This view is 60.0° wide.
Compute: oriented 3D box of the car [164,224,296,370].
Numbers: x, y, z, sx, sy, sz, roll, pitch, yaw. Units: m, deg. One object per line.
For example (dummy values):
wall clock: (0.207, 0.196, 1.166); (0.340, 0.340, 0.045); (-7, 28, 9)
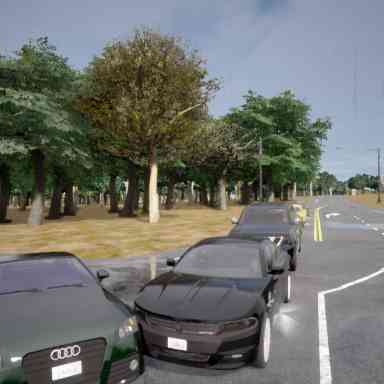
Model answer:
car: (0.730, 1.613, 6.276); (1.882, 1.535, 5.008); (-1, -2, 21)

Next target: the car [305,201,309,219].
car: (7.209, 1.662, 24.081); (1.882, 1.535, 5.008); (-1, 0, 20)

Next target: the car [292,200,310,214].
car: (13.275, 1.744, 40.177); (1.812, 1.442, 4.674); (-1, 0, 21)

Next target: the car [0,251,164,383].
car: (-2.315, 1.643, 4.976); (1.994, 1.385, 4.181); (1, -2, -33)

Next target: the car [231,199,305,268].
car: (2.845, 1.458, 12.419); (2.150, 2.045, 5.566); (-2, 0, 21)

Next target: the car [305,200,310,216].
car: (9.263, 1.722, 29.588); (1.812, 1.442, 4.674); (-1, 0, 20)

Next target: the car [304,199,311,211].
car: (11.285, 1.560, 34.964); (2.097, 1.767, 4.553); (-1, 0, 21)
